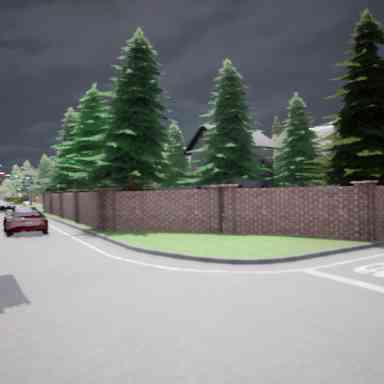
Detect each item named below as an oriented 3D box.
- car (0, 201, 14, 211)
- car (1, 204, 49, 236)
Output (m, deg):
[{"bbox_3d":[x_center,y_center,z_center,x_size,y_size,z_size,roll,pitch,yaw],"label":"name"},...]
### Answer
[{"bbox_3d":[-23.690,1.839,42.402,1.895,1.301,4.718,-1,0,-31],"label":"car"},{"bbox_3d":[-9.242,1.548,18.460,1.994,1.385,4.181,-1,0,-31],"label":"car"}]
